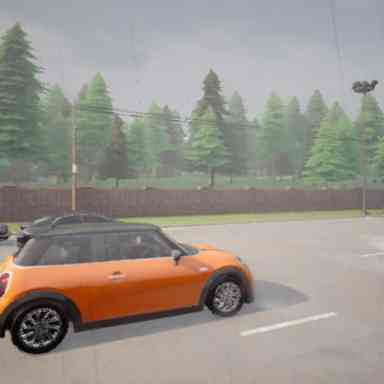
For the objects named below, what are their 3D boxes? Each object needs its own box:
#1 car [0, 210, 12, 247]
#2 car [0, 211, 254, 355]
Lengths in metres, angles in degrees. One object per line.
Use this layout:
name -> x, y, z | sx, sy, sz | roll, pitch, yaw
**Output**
car -> -10.321, 1.541, 13.372 | 5.357, 1.411, 2.033 | 0, 0, -26
car -> -1.078, 1.348, 6.180 | 4.553, 1.767, 2.097 | 0, 0, -26
